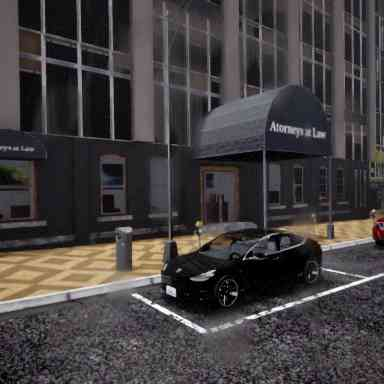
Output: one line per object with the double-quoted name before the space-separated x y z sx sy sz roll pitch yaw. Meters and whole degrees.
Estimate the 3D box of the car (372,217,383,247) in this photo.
"car" 9.605 1.310 14.013 5.009 1.841 2.192 0 -1 -37

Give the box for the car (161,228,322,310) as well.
"car" 1.329 1.564 7.812 4.313 1.339 1.947 0 -1 -37
